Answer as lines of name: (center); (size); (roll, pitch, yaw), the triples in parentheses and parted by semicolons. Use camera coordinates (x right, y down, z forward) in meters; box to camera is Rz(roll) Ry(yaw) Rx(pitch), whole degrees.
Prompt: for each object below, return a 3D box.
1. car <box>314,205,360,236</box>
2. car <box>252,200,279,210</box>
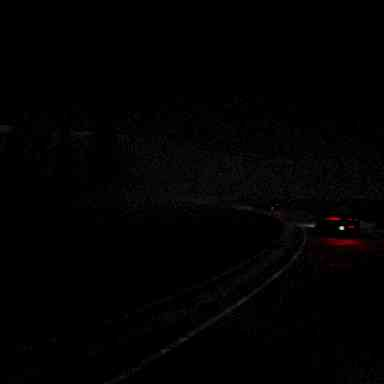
car: (8.058, 1.504, 18.683); (1.837, 1.490, 4.892); (1, 1, 16)
car: (9.098, 1.596, 41.675); (1.895, 1.301, 4.718); (0, 0, -11)
